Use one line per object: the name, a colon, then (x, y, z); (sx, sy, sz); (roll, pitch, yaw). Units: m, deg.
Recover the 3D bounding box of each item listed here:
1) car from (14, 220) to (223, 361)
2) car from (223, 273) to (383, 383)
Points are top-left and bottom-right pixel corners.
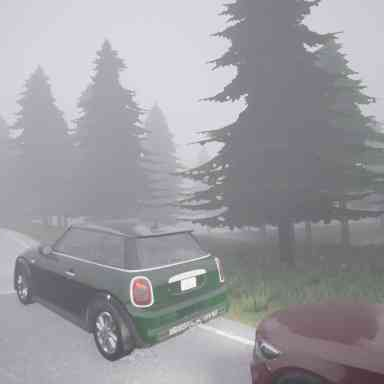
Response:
car: (-1.577, 1.308, 6.221); (4.553, 1.767, 2.097); (1, 1, 44)
car: (2.748, 1.531, 2.595); (4.674, 1.442, 1.812); (1, 0, 36)
